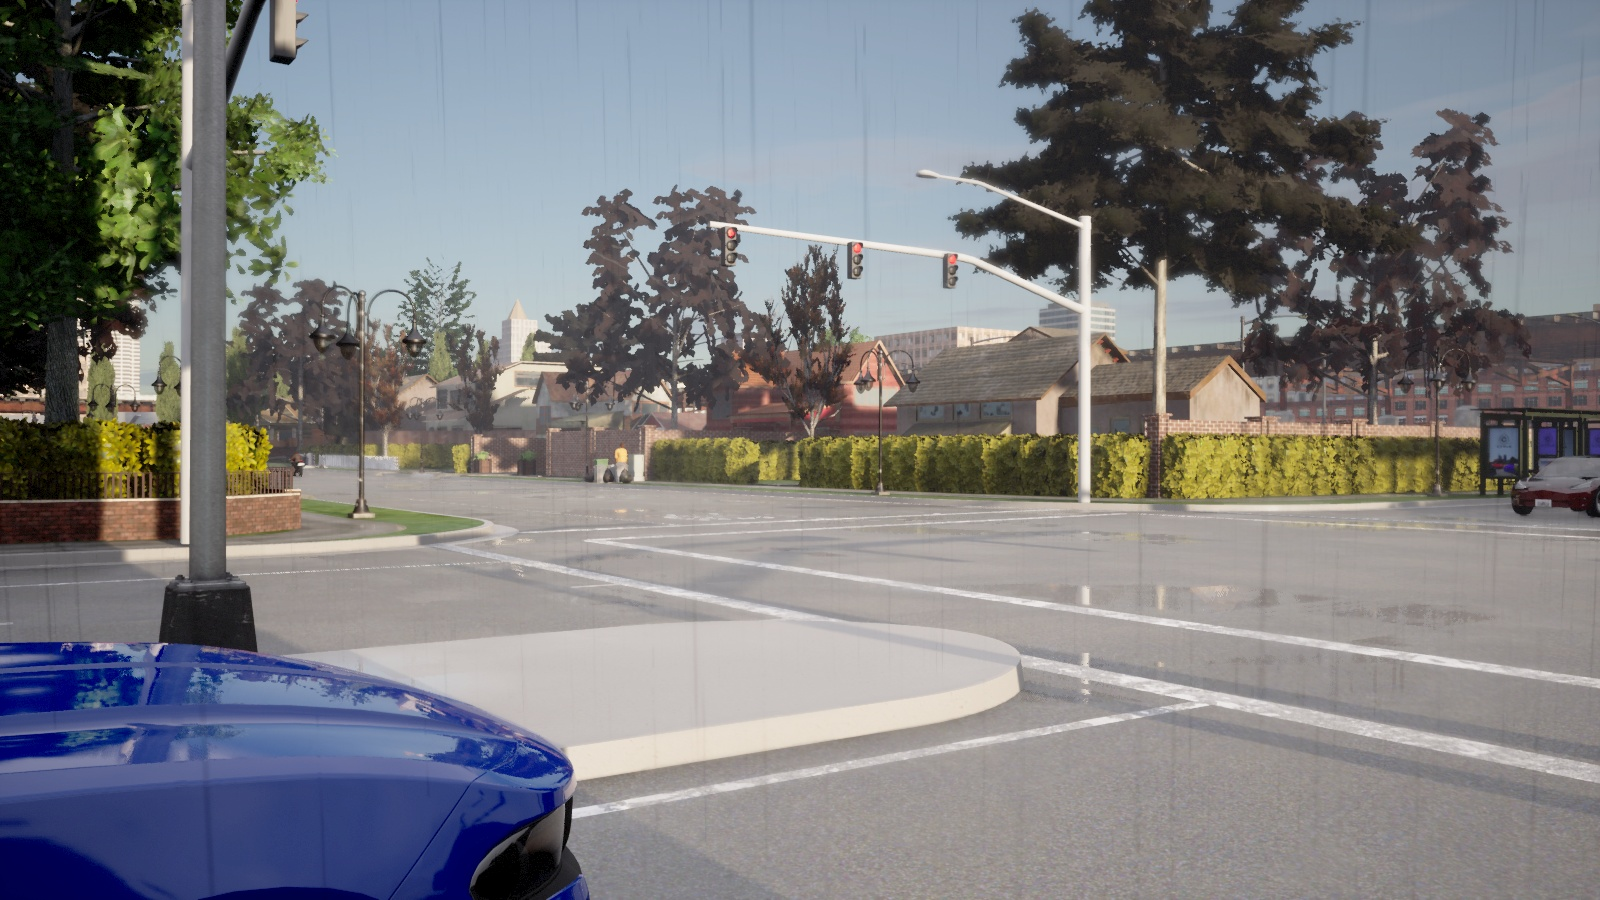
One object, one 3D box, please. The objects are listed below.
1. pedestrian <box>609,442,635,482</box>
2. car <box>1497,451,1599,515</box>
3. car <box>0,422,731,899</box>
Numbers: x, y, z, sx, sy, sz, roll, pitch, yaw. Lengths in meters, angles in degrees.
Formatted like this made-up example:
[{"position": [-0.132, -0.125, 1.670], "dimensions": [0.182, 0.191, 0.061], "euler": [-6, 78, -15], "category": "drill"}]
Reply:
[{"position": [-8.314, 0.571, 58.597], "dimensions": [0.874, 1.855, 0.900], "euler": [0, 0, -34], "category": "pedestrian"}, {"position": [19.779, 0.780, 31.474], "dimensions": [4.792, 1.488, 2.163], "euler": [0, 0, -35], "category": "car"}, {"position": [-2.727, 0.733, 1.760], "dimensions": [5.008, 1.535, 1.882], "euler": [0, 0, -35], "category": "car"}]
